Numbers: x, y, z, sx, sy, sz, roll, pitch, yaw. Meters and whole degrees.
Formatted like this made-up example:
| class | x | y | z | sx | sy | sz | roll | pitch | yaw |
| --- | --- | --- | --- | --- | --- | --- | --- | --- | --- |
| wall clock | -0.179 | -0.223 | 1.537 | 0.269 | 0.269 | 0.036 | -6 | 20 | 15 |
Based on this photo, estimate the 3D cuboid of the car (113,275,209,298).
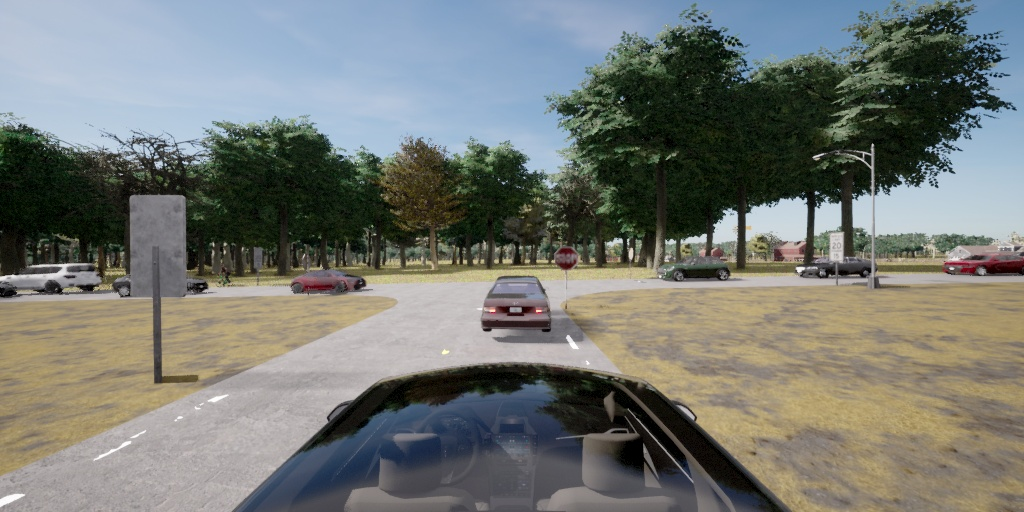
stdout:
| class | x | y | z | sx | sy | sz | roll | pitch | yaw |
| --- | --- | --- | --- | --- | --- | --- | --- | --- | --- |
| car | -21.694 | 1.692 | 22.246 | 4.892 | 1.490 | 1.837 | -1 | 1 | 0 |

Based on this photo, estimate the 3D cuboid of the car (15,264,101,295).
| class | x | y | z | sx | sy | sz | roll | pitch | yaw |
| --- | --- | --- | --- | --- | --- | --- | --- | --- | --- |
| car | -32.534 | 1.628 | 25.212 | 5.566 | 2.045 | 2.150 | -1 | 1 | 0 |

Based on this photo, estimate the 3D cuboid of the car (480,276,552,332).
| class | x | y | z | sx | sy | sz | roll | pitch | yaw |
| --- | --- | --- | --- | --- | --- | --- | --- | --- | --- |
| car | 0.172 | 1.295 | 10.829 | 2.033 | 1.411 | 5.357 | 0 | 0 | 2 |

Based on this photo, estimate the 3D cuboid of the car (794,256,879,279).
| class | x | y | z | sx | sy | sz | roll | pitch | yaw |
| --- | --- | --- | --- | --- | --- | --- | --- | --- | --- |
| car | 22.604 | 0.770 | 25.120 | 4.902 | 1.511 | 2.128 | -1 | 1 | 0 |

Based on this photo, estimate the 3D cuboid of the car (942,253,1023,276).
| class | x | y | z | sx | sy | sz | roll | pitch | yaw |
| --- | --- | --- | --- | --- | --- | --- | --- | --- | --- |
| car | 33.321 | 0.581 | 25.097 | 5.008 | 1.535 | 1.882 | -1 | 1 | 0 |

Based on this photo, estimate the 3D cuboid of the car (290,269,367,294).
| class | x | y | z | sx | sy | sz | roll | pitch | yaw |
| --- | --- | --- | --- | --- | --- | --- | --- | --- | --- |
| car | -11.231 | 1.521 | 22.039 | 4.181 | 1.385 | 1.994 | -1 | 1 | 3 |

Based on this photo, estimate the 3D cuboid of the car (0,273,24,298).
| class | x | y | z | sx | sy | sz | roll | pitch | yaw |
| --- | --- | --- | --- | --- | --- | --- | --- | --- | --- |
| car | -33.950 | 2.046 | 22.282 | 4.181 | 1.385 | 1.994 | -1 | 1 | 1 |

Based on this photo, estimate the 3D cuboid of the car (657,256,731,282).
| class | x | y | z | sx | sy | sz | roll | pitch | yaw |
| --- | --- | --- | --- | --- | --- | --- | --- | --- | --- |
| car | 12.585 | 0.811 | 25.076 | 4.553 | 1.767 | 2.097 | -1 | 1 | -1 |

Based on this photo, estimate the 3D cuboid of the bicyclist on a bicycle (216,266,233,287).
| class | x | y | z | sx | sy | sz | roll | pitch | yaw |
| --- | --- | --- | --- | --- | --- | --- | --- | --- | --- |
| bicyclist on a bicycle | -22.625 | 1.603 | 28.221 | 0.582 | 1.620 | 1.656 | -1 | 0 | 0 |
